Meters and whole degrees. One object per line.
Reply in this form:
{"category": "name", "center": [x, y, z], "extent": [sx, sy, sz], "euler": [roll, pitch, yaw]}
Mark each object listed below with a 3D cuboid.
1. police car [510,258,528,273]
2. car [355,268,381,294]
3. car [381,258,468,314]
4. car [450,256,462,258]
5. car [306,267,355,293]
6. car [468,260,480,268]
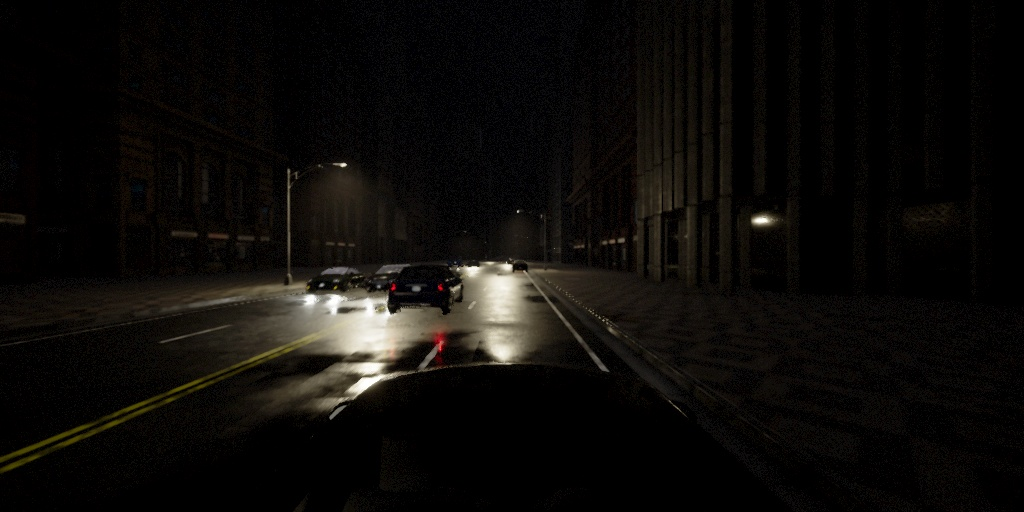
{"category": "police car", "center": [0.973, 1.195, 44.382], "extent": [1.930, 1.638, 5.238], "euler": [0, 0, 0]}
{"category": "car", "center": [-6.599, 1.245, 20.233], "extent": [2.128, 1.511, 4.902], "euler": [0, 0, 0]}
{"category": "car", "center": [-3.152, 1.103, 13.955], "extent": [2.097, 1.767, 4.553], "euler": [0, 0, 0]}
{"category": "car", "center": [-9.779, 1.016, 61.717], "extent": [2.150, 2.045, 5.566], "euler": [0, 0, 1]}
{"category": "car", "center": [-9.849, 1.318, 20.537], "extent": [1.994, 1.385, 4.181], "euler": [0, 0, 0]}
{"category": "car", "center": [-6.540, 1.356, 61.393], "extent": [1.994, 1.385, 4.181], "euler": [0, 0, 1]}
